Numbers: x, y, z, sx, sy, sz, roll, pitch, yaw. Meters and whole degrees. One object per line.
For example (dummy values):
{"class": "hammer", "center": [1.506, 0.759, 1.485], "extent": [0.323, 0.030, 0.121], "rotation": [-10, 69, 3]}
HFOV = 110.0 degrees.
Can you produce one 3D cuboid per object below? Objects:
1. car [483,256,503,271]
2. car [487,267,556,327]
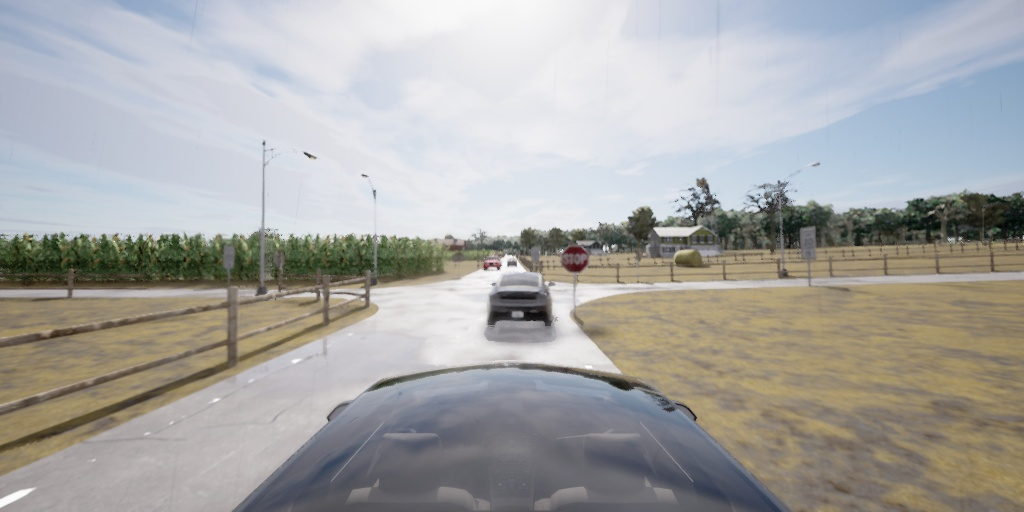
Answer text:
{"class": "car", "center": [-2.822, 0.973, 50.967], "extent": [2.150, 2.045, 5.566], "rotation": [0, 0, 0]}
{"class": "car", "center": [0.339, 1.261, 11.600], "extent": [1.837, 1.490, 4.892], "rotation": [0, 0, 4]}
